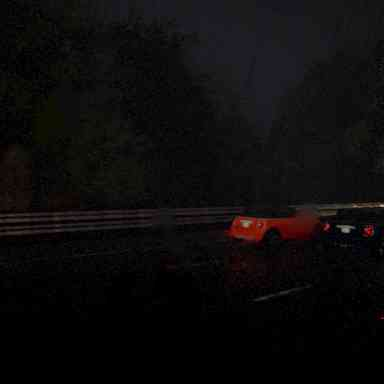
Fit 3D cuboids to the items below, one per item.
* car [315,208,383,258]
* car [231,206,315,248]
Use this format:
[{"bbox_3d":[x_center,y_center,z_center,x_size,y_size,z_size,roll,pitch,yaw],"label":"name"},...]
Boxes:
[{"bbox_3d":[7.273,1.413,13.231,4.553,1.767,2.097,0,0,-35],"label":"car"},{"bbox_3d":[3.995,1.404,15.194,4.553,1.767,2.097,1,0,-36],"label":"car"}]
